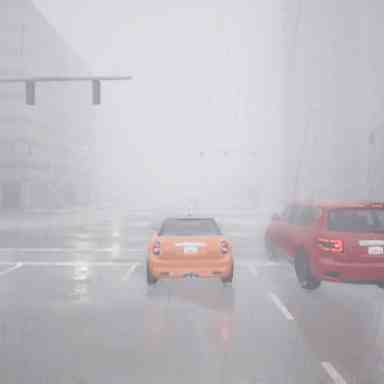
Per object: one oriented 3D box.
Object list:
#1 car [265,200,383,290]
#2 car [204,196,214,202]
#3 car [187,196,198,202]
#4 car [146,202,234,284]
[{"bbox_3d":[3.594,1.222,9.182,2.150,2.045,5.566,0,0,0],"label":"car"},{"bbox_3d":[3.525,1.512,68.392,1.812,1.442,4.674,0,0,0],"label":"car"},{"bbox_3d":[0.138,1.513,62.490,1.812,1.442,4.674,0,0,0],"label":"car"},{"bbox_3d":[-0.136,1.350,9.750,2.097,1.767,4.553,0,0,-3],"label":"car"}]
